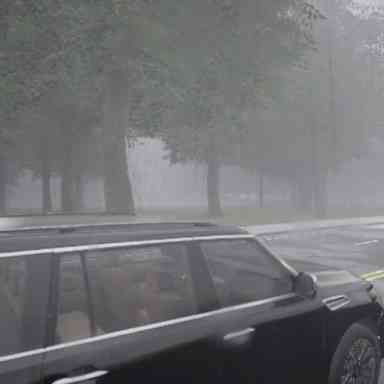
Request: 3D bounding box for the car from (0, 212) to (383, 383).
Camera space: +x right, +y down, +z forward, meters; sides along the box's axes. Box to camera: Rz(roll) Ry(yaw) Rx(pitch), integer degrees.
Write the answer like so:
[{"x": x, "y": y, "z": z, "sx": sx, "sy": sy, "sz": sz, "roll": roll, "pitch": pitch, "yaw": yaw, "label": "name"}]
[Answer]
[{"x": -0.346, "y": 1.228, "z": 3.193, "sx": 5.566, "sy": 2.045, "sz": 2.150, "roll": 0, "pitch": 0, "yaw": -36, "label": "car"}]
